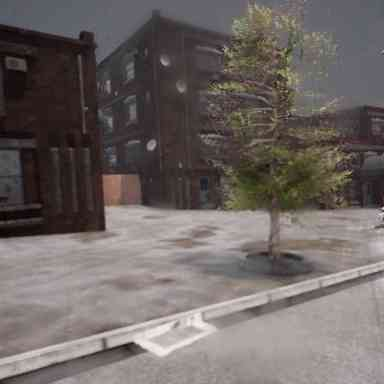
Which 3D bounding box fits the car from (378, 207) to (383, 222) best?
[{"bbox_3d":[13.668,1.185,18.769,2.435,2.045,5.566,0,0,-35],"label":"car"}]
